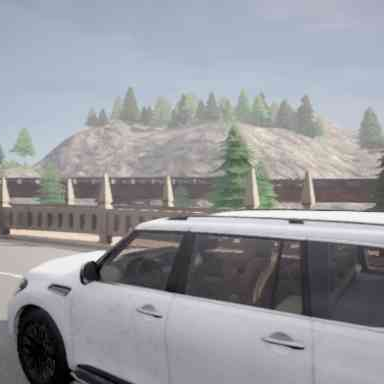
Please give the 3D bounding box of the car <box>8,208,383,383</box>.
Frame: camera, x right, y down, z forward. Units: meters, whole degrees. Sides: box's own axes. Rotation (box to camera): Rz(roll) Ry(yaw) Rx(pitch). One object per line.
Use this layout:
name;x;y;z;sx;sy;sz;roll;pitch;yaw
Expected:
car;0.317;1.208;3.582;5.566;2.045;2.150;0;0;35
